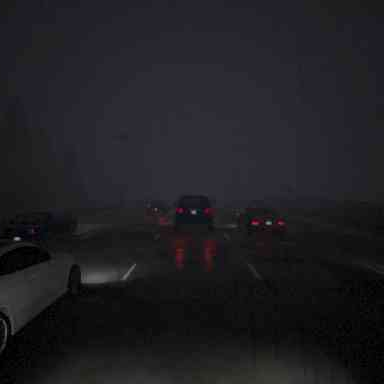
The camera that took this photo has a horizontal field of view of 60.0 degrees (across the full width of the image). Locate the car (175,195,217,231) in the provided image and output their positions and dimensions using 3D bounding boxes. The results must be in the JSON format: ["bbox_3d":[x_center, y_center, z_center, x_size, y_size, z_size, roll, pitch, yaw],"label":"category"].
[{"bbox_3d":[0.099,1.187,20.506,2.150,2.045,5.566,0,0,0],"label":"car"}]

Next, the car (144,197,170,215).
[{"bbox_3d":[-3.405,1.469,33.572,1.812,1.442,4.674,0,0,0],"label":"car"}]

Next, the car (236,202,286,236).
[{"bbox_3d":[3.601,1.516,18.118,2.033,1.411,5.357,0,0,0],"label":"car"}]

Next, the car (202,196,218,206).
[{"bbox_3d":[2.911,1.434,54.270,1.812,1.442,4.674,0,0,-6],"label":"car"}]

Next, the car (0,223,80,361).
[{"bbox_3d":[-3.402,1.516,5.565,1.812,1.442,4.674,0,0,0],"label":"car"}]

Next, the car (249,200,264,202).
[{"bbox_3d":[7.090,1.502,36.118,1.994,1.385,4.181,0,0,0],"label":"car"}]

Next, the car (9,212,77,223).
[{"bbox_3d":[-6.901,1.575,15.321,1.895,1.301,4.718,0,0,0],"label":"car"}]

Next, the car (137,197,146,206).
[{"bbox_3d":[-7.464,1.476,51.748,1.994,1.385,4.181,0,0,-6],"label":"car"}]

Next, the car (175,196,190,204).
[{"bbox_3d":[-1.787,1.422,61.572,1.812,1.442,4.674,0,0,-12],"label":"car"}]
